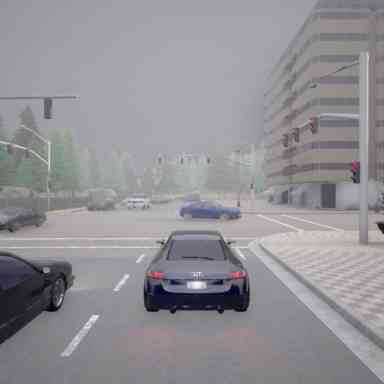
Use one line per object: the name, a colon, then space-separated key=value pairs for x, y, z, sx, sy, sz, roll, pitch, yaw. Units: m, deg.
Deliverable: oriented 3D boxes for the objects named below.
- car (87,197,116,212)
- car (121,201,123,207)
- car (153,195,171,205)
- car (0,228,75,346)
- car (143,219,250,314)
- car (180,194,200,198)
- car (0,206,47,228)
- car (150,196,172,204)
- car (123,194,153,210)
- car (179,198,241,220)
car: x=-10.659 y=1.352 z=39.354 sx=2.097 sy=1.767 sz=4.553 roll=0 pitch=0 yaw=5
car: x=-9.814 y=1.526 z=52.624 sx=1.812 sy=1.442 sz=4.674 roll=0 pitch=0 yaw=7
car: x=-5.626 y=1.352 z=56.874 sx=2.097 sy=1.767 sz=4.553 roll=0 pitch=0 yaw=15
car: x=-3.427 y=1.547 z=4.668 sx=2.033 sy=1.411 sz=5.357 roll=0 pitch=0 yaw=0
car: x=0.091 y=1.564 z=7.703 sx=1.994 sy=1.385 sz=4.181 roll=0 pitch=0 yaw=0
car: x=-0.314 y=1.595 z=69.827 sx=1.895 sy=1.301 sz=4.718 roll=0 pitch=0 yaw=31
car: x=-10.582 y=1.555 z=19.942 sx=2.033 sy=1.411 sz=5.357 roll=0 pitch=0 yaw=0
car: x=-6.119 y=1.548 z=66.320 sx=2.033 sy=1.411 sz=5.357 roll=0 pitch=0 yaw=24
car: x=-6.930 y=1.222 z=43.231 sx=2.150 sy=2.045 sz=5.566 roll=0 pitch=0 yaw=2
car: x=1.397 y=1.489 z=26.381 sx=5.008 sy=1.535 sz=1.882 roll=0 pitch=1 yaw=27
